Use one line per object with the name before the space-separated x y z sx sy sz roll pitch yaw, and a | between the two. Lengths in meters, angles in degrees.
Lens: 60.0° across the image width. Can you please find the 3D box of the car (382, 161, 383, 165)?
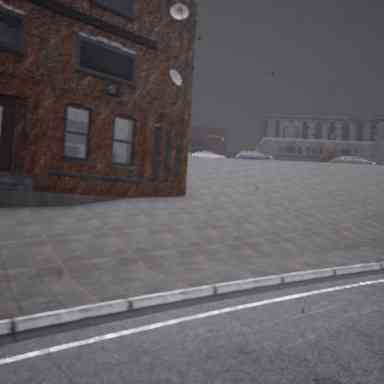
car | 23.745 -3.010 37.445 4.892 1.521 2.231 3 -2 5

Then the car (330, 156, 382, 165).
car | 18.257 -3.300 37.960 4.892 1.521 2.231 3 -2 5

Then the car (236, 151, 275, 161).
car | 7.385 -3.975 38.999 4.553 1.767 2.185 3 -2 5

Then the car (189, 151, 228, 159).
car | 1.914 -4.084 39.513 4.674 1.452 2.002 3 -2 5
